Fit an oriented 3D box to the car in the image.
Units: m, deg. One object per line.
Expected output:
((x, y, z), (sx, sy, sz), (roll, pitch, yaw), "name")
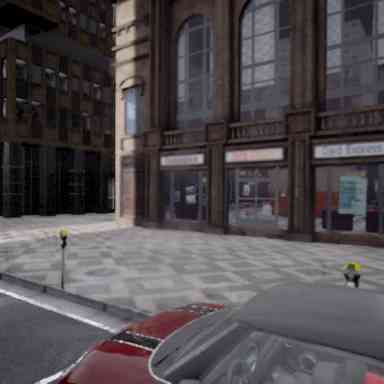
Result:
((0.784, 1.440, 2.397), (4.097, 1.590, 1.967), (0, 0, 35), "car")
